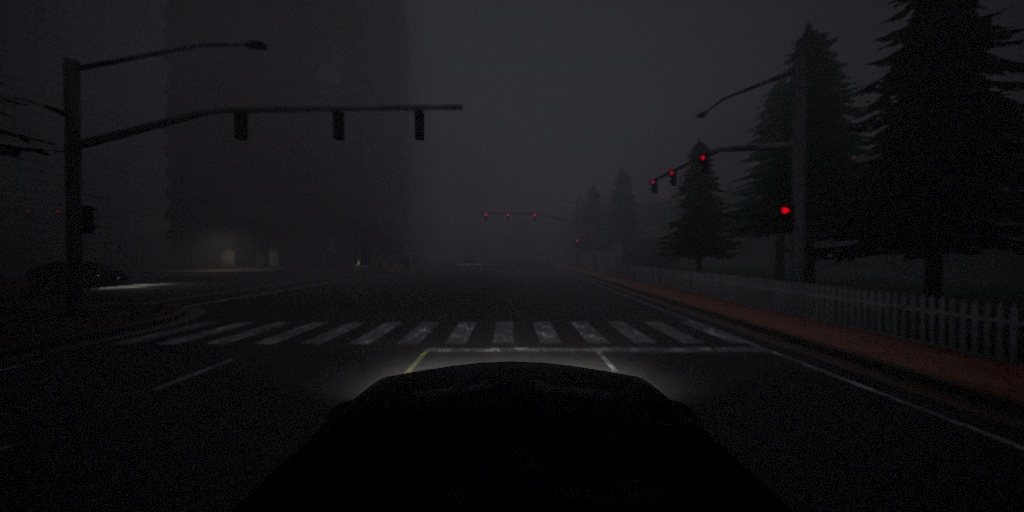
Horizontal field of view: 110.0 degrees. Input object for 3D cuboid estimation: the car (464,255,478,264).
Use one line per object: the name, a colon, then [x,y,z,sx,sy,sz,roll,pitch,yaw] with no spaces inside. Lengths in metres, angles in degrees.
car: [-7.130,0.624,61.951,1.837,1.490,4.892,0,3,-16]

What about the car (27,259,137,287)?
car: [-26.806,1.098,22.225,4.892,1.490,1.837,0,1,0]
